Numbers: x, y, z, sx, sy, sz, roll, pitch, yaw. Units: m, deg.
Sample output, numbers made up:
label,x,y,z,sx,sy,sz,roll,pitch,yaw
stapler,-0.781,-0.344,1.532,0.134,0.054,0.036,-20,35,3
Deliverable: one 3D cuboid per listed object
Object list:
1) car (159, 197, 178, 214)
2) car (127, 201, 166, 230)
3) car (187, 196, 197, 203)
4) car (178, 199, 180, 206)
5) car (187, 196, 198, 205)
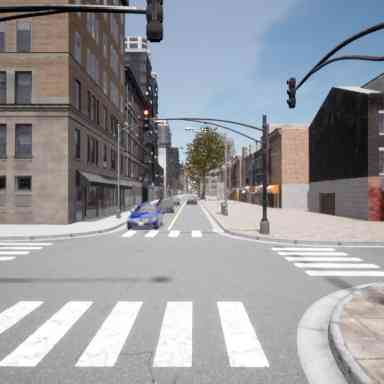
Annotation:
label,x,y,z,sx,sy,sz,roll,pitch,yaw
car,-2.889,1.486,35.959,1.837,1.490,4.892,0,0,0
car,-2.880,1.516,21.067,1.812,1.442,4.674,0,0,0
car,0.021,1.542,69.244,1.994,1.385,4.181,0,0,0
car,-2.878,1.502,53.212,1.812,1.442,4.674,0,0,0
car,0.028,1.524,58.962,2.033,1.411,5.357,0,0,1
